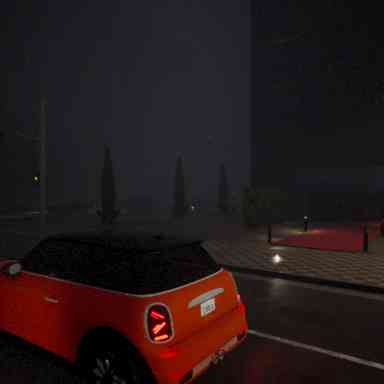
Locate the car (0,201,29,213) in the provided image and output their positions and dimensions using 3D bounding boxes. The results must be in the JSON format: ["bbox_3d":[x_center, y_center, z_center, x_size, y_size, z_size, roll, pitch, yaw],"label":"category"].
[{"bbox_3d":[-19.107,1.601,33.357,1.895,1.301,4.718,0,0,36],"label":"car"}]

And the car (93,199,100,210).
[{"bbox_3d":[-13.648,1.491,40.902,2.128,1.511,4.902,0,0,36],"label":"car"}]

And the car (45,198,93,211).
[{"bbox_3d":[-13.323,1.601,35.381,1.895,1.301,4.718,0,0,36],"label":"car"}]

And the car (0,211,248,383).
[{"bbox_3d":[-1.544,1.352,5.095,4.553,1.767,2.097,0,0,36],"label":"car"}]

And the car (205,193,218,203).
[{"bbox_3d":[2.774,1.393,63.427,2.097,1.767,4.553,0,0,36],"label":"car"}]

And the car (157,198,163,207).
[{"bbox_3d":[-6.534,1.492,50.720,2.128,1.511,4.902,0,0,36],"label":"car"}]

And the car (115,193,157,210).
[{"bbox_3d":[-7.596,1.221,43.290,2.150,2.045,5.566,0,0,36],"label":"car"}]

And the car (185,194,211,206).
[{"bbox_3d":[0.631,1.526,54.613,1.812,1.442,4.674,0,0,36],"label":"car"}]
